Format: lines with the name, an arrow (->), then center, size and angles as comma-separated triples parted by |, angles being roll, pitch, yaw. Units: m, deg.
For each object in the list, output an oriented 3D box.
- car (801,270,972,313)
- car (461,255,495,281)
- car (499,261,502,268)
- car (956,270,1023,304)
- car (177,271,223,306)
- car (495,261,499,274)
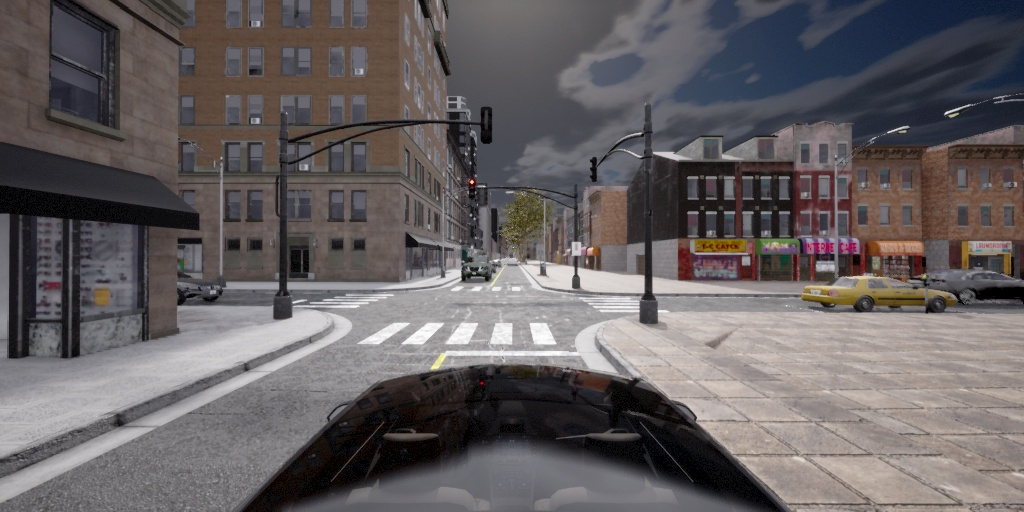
car -> 13.881, 1.346, 13.655 | 4.829, 1.417, 1.751 | 0, 0, 0
car -> -2.856, 0.958, 29.829 | 2.150, 2.045, 5.566 | 0, 0, 0
car -> -2.801, 1.290, 60.524 | 1.994, 1.385, 4.181 | 0, 0, 1
car -> 20.857, 1.376, 16.202 | 4.902, 1.511, 2.128 | 0, 0, 0
car -> -14.412, 1.195, 14.481 | 4.674, 1.442, 1.812 | 0, 0, 0
car -> -2.859, 1.293, 41.350 | 1.994, 1.385, 4.181 | 0, 0, 0
